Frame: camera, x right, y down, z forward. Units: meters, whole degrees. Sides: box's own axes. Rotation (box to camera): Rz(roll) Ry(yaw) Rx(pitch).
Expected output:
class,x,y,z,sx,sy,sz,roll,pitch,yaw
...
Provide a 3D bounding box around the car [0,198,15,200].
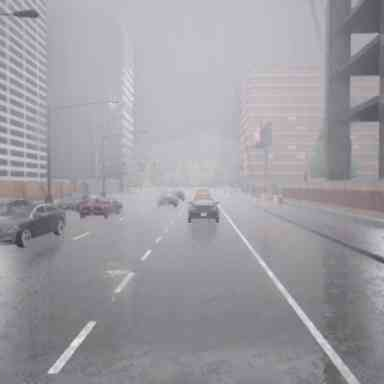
class,x,y,z,sx,sy,sz,roll,pitch,yaw
car,-10.071,1.102,17.801,1.837,1.490,4.892,0,1,2

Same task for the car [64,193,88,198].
class,x,y,z,sx,sy,sz,roll,pitch,yaw
car,-9.723,0.880,27.932,1.837,1.490,4.892,0,1,2

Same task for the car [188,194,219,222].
class,x,y,z,sx,sy,sz,roll,pitch,yaw
car,0.732,1.060,21.094,1.812,1.442,4.674,0,1,2

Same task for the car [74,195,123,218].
class,x,y,z,sx,sy,sz,roll,pitch,yaw
car,-6.377,1.074,23.610,1.895,1.301,4.718,0,1,2

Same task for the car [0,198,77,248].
class,x,y,z,sx,sy,sz,roll,pitch,yaw
car,-6.716,1.190,13.309,2.128,1.511,4.902,0,1,2

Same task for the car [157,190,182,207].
class,x,y,z,sx,sy,sz,roll,pitch,yaw
car,-2.352,0.772,34.098,1.812,1.442,4.674,0,1,2

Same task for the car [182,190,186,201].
class,x,y,z,sx,sy,sz,roll,pitch,yaw
car,-1.949,0.464,47.024,1.837,1.490,4.892,0,0,2

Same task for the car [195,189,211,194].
class,x,y,z,sx,sy,sz,roll,pitch,yaw
car,1.517,0.343,45.969,2.097,1.767,4.553,0,1,2
